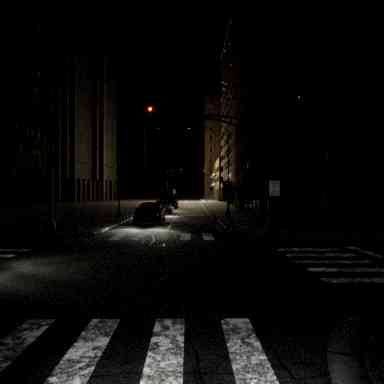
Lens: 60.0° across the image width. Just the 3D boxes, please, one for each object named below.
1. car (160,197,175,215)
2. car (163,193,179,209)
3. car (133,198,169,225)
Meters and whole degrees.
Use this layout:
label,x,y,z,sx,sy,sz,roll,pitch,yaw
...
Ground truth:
label,x,y,z,sx,sy,sz,roll,pitch,yaw
car,-3.034,1.526,34.401,1.812,1.442,4.674,0,0,0
car,-2.999,1.222,45.111,2.150,2.045,5.566,0,0,1
car,-3.052,1.478,24.437,1.882,1.535,5.008,0,0,0
